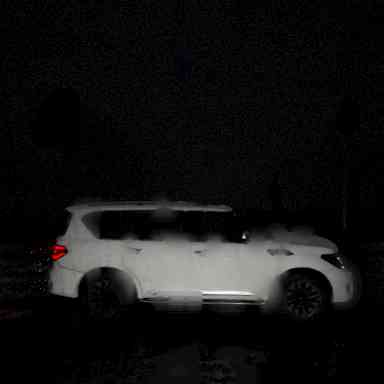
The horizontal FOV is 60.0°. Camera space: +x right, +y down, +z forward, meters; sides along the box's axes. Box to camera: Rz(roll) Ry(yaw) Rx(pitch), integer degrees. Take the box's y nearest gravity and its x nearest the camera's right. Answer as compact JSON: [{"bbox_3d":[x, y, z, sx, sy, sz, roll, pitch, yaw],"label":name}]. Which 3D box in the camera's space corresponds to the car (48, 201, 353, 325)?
[{"bbox_3d":[0.104,1.203,6.607,5.566,2.045,2.150,0,0,1],"label":"car"}]
